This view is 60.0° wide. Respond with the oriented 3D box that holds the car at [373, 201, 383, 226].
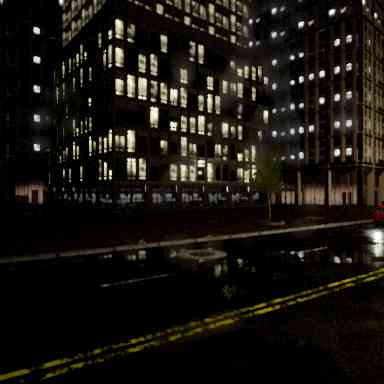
[{"bbox_3d":[14.376,1.194,22.386,5.566,2.045,2.150,0,0,-38],"label":"car"}]
